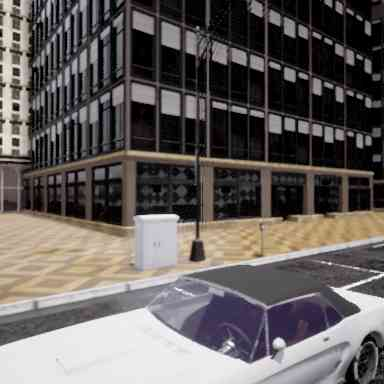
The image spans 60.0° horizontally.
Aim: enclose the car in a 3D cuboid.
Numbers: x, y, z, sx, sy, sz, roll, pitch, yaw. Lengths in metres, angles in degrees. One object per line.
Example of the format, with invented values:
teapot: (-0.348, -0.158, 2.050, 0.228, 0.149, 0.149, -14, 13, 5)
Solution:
car: (0.367, 1.625, 3.664, 4.718, 1.301, 1.895, 0, 0, -38)
